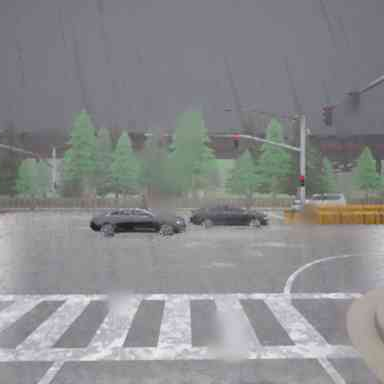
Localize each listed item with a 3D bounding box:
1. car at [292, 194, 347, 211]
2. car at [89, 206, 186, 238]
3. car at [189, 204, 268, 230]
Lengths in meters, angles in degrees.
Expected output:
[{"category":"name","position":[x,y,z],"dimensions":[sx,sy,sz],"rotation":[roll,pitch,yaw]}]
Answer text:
[{"category":"car","position":[13.546,1.243,35.357],"dimensions":[5.566,2.045,2.150],"rotation":[0,0,-2]},{"category":"car","position":[-2.763,1.502,17.155],"dimensions":[4.902,1.511,2.128],"rotation":[0,0,-2]},{"category":"car","position":[2.274,1.518,20.809],"dimensions":[4.892,1.490,1.837],"rotation":[0,0,-2]}]
